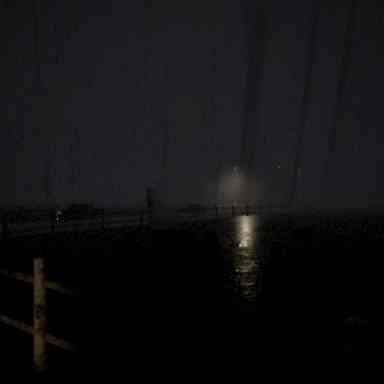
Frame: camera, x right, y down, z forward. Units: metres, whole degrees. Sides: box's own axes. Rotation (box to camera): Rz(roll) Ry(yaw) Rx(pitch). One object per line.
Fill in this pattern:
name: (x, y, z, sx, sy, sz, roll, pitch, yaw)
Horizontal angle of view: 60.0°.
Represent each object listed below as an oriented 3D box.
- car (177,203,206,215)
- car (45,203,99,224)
car: (-0.011, 2.263, 44.534, 1.882, 1.535, 5.008, 0, -1, 35)
car: (-10.571, 1.784, 29.502, 2.097, 1.767, 4.553, 0, -1, 35)
